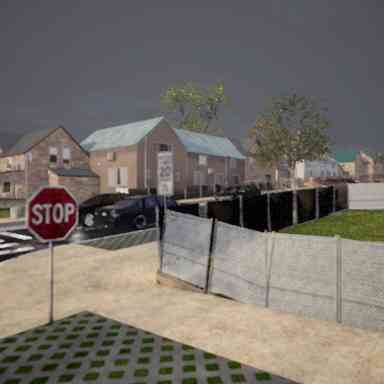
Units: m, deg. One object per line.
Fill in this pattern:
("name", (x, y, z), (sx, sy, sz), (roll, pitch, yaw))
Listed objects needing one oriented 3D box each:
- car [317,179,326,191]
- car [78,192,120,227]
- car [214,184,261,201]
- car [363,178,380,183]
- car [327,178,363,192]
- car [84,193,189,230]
("car", (17.408, -0.948, 42.160), (1.812, 1.442, 4.674), (0, 3, 42))
("car", (-4.426, 0.790, 17.204), (1.882, 1.535, 5.008), (0, 3, 40))
("car", (3.699, 0.147, 26.566), (1.837, 1.490, 4.892), (0, 5, 41))
("car", (24.530, -1.282, 46.104), (1.895, 1.301, 4.718), (0, 3, 41))
("car", (17.641, -0.832, 38.147), (1.882, 1.535, 5.008), (0, 3, 42))
("car", (-1.996, 0.841, 15.709), (2.033, 1.411, 5.357), (0, 3, 41))
